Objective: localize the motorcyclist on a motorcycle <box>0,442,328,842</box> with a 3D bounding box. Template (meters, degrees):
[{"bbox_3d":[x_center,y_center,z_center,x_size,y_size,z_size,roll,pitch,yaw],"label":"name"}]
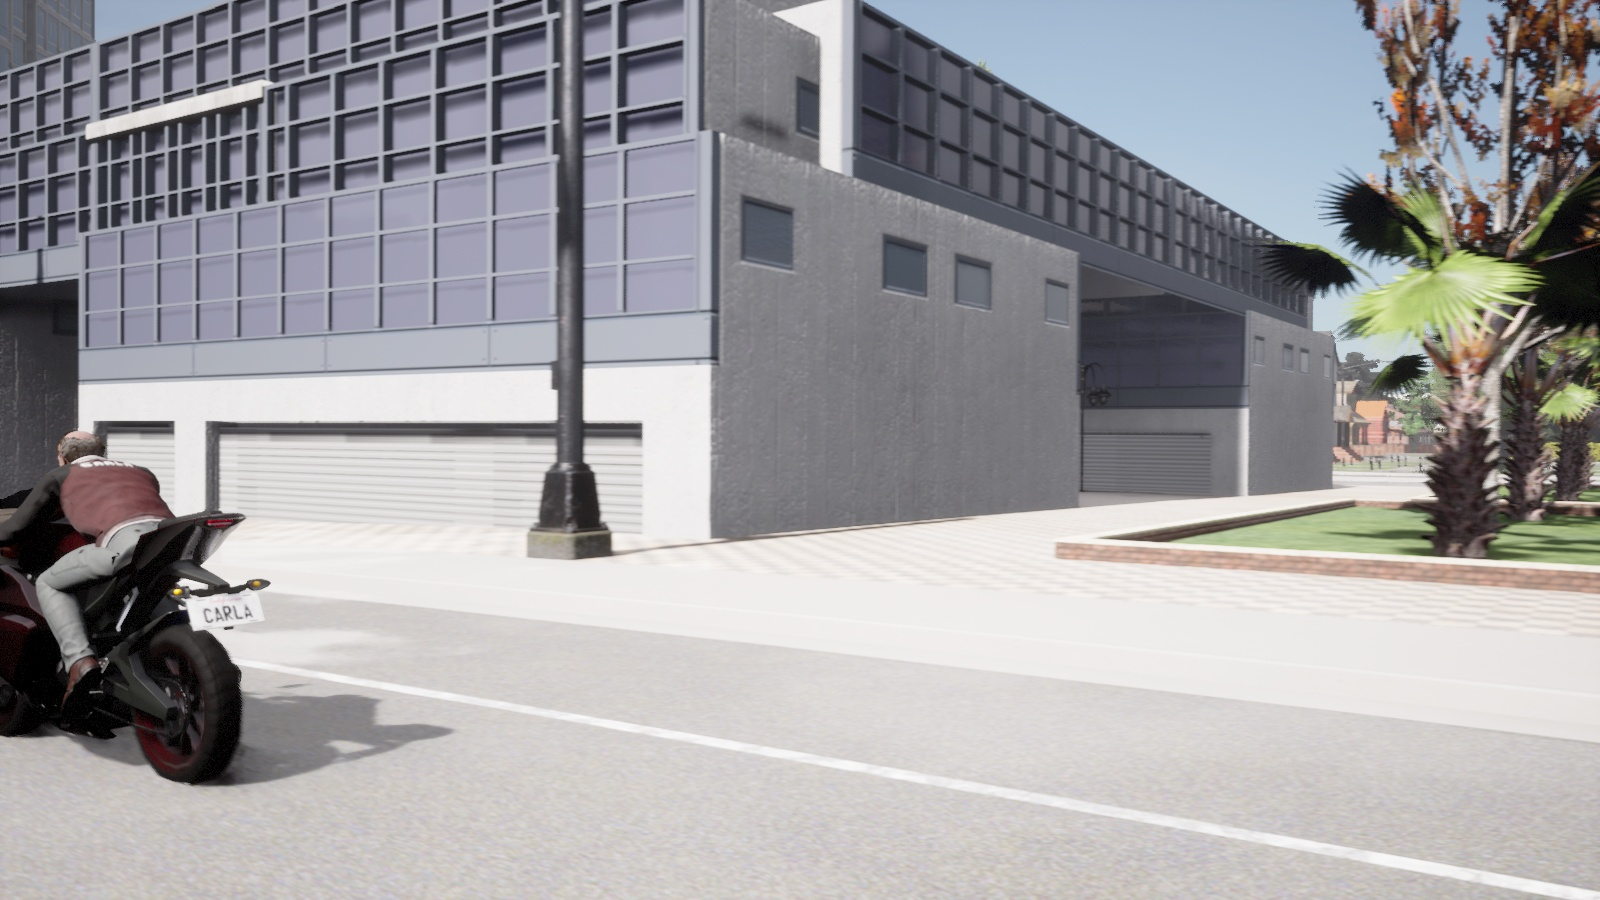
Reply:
[{"bbox_3d":[-3.253,0.748,5.786,2.191,1.530,0.866,-1,0,34],"label":"motorcyclist on a motorcycle"}]

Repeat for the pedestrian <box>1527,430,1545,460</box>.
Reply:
[{"bbox_3d":[45.836,-0.301,78.215,0.874,1.855,0.900,0,1,21],"label":"pedestrian"}]
